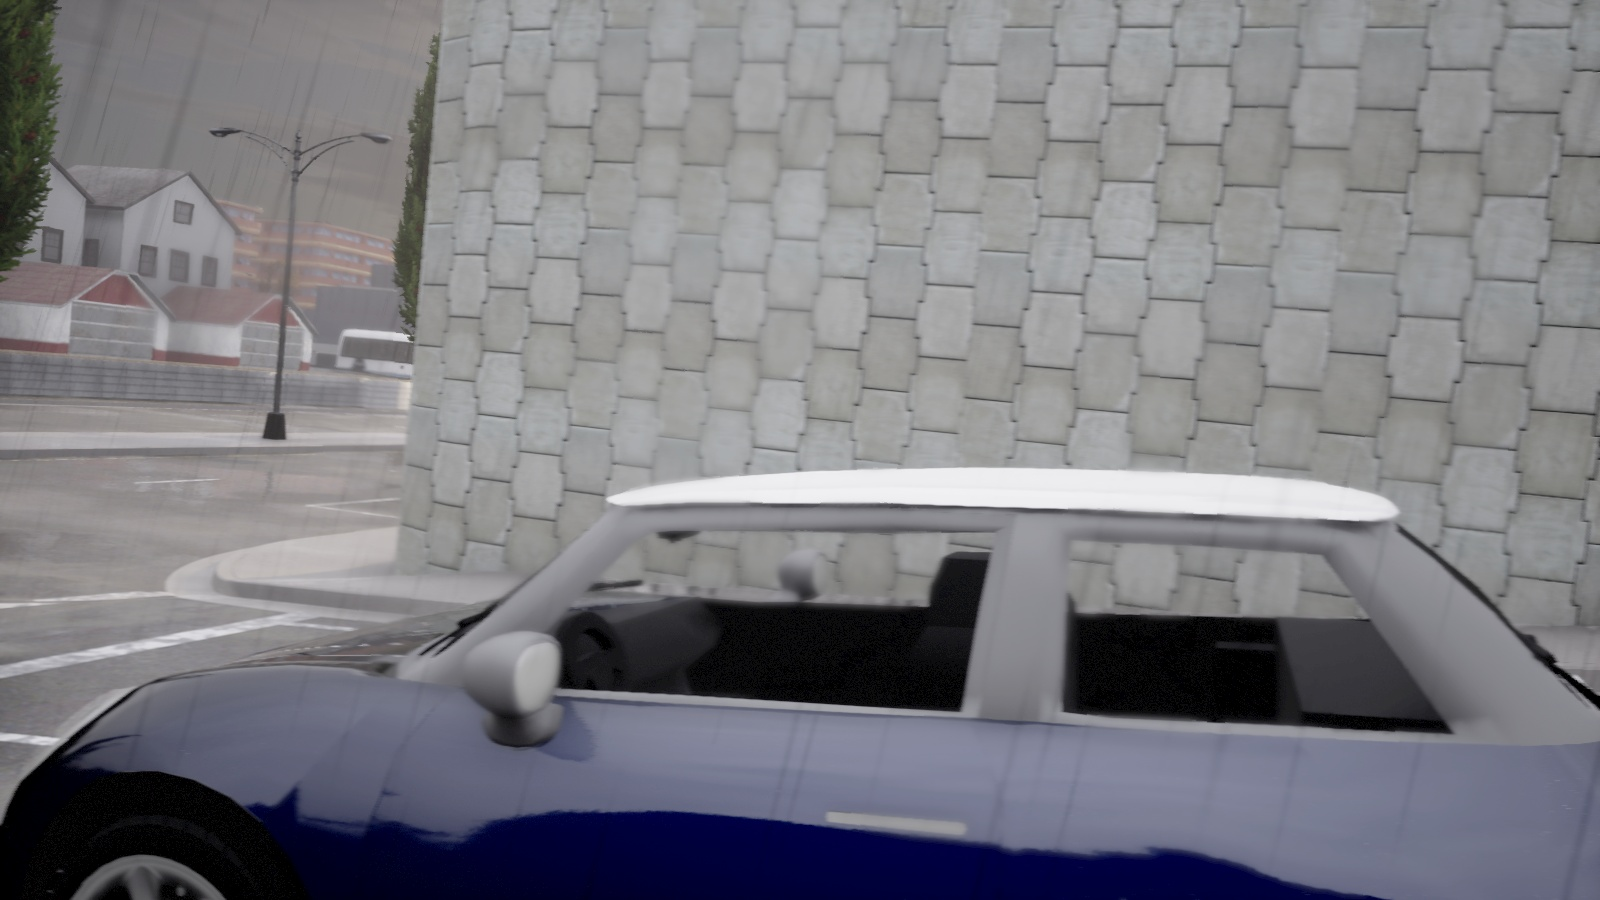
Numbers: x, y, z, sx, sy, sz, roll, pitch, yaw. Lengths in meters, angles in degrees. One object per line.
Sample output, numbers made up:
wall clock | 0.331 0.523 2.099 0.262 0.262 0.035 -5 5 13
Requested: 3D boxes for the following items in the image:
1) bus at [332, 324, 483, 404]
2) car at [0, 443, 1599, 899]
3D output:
bus | -26.308 -5.802 83.861 10.273 4.253 3.944 8 3 36
car | -0.079 0.743 3.226 3.806 1.475 1.970 1 1 19
